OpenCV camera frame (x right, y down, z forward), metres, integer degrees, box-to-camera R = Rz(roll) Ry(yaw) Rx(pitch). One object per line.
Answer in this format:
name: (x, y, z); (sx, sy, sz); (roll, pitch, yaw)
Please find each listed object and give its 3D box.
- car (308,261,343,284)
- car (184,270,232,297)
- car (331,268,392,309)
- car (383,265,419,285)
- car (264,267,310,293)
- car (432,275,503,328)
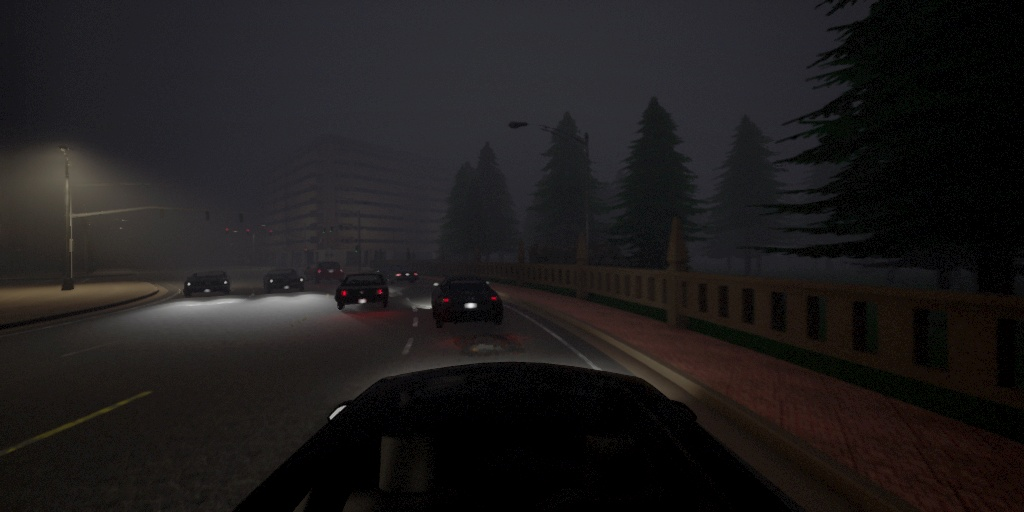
car: (-15.237, 1.210, 28.926); (2.097, 1.767, 4.553); (-1, 0, -42)
car: (-17.008, 1.487, 20.198); (1.895, 1.301, 4.718); (-1, 0, -38)
car: (-6.317, 1.393, 15.407); (1.895, 1.301, 4.718); (-1, 0, -20)
car: (-8.780, 1.348, 26.985); (2.033, 1.411, 5.357); (-1, 0, -37)
car: (-13.904, 1.456, 21.840); (1.895, 1.301, 4.718); (-1, 0, -37)
car: (-1.573, 1.317, 11.665); (1.994, 1.385, 4.181); (0, 0, -13)
